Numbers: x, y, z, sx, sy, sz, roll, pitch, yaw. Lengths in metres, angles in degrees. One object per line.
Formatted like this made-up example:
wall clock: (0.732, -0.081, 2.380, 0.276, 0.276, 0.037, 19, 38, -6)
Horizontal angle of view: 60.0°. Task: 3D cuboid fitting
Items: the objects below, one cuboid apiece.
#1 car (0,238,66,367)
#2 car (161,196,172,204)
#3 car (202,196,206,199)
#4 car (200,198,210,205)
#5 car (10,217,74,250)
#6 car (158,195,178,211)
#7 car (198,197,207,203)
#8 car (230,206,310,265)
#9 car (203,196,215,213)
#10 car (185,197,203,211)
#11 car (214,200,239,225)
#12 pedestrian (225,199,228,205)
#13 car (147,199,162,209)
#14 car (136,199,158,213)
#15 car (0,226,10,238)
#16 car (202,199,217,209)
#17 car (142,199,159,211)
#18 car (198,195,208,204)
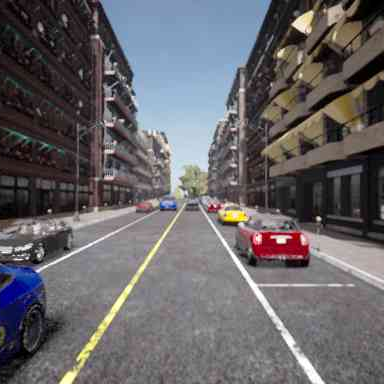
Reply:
car: (-3.112, 1.545, 3.363, 1.812, 1.442, 4.674, 0, 0, 0)
car: (-5.688, 1.751, 74.317, 2.192, 1.841, 5.009, 1, 0, 0)
car: (2.695, 1.706, 45.970, 1.967, 1.590, 4.097, 1, 0, 0)
car: (2.689, 1.983, 68.615, 1.802, 1.307, 4.206, 1, 0, 0)
car: (-5.681, 1.620, 12.039, 2.008, 1.369, 4.403, 1, 0, 0)
car: (-3.094, 1.478, 44.421, 2.150, 2.045, 5.566, 0, 0, 0)
car: (2.686, 2.072, 85.601, 1.947, 1.339, 4.313, 1, 0, 0)
car: (2.702, 1.509, 12.000, 1.967, 1.590, 4.097, 1, 0, 0)
car: (2.697, 1.673, 40.309, 1.967, 1.590, 4.097, 1, 0, 0)
car: (0.051, 1.755, 46.028, 2.128, 1.511, 4.902, 0, -1, 0)
car: (2.996, 1.604, 25.741, 1.801, 1.575, 5.366, 0, 0, 0)
pedestrian: (2.995, 1.460, 28.749, 0.375, 1.860, 0.375, 1, -1, -3)
car: (-5.687, 1.823, 51.500, 1.752, 1.417, 4.829, 1, 0, 0)
car: (-5.685, 1.777, 40.348, 1.887, 1.381, 4.507, 1, 0, 0)
car: (-5.677, 1.477, 6.378, 1.967, 1.590, 4.097, 1, 0, 0)
car: (2.693, 1.849, 51.631, 2.008, 1.369, 4.403, 1, 0, 0)
car: (-5.686, 1.790, 45.839, 1.752, 1.417, 4.829, 1, 0, 0)
car: (2.691, 1.786, 79.940, 2.192, 1.841, 5.009, 1, 0, 0)
